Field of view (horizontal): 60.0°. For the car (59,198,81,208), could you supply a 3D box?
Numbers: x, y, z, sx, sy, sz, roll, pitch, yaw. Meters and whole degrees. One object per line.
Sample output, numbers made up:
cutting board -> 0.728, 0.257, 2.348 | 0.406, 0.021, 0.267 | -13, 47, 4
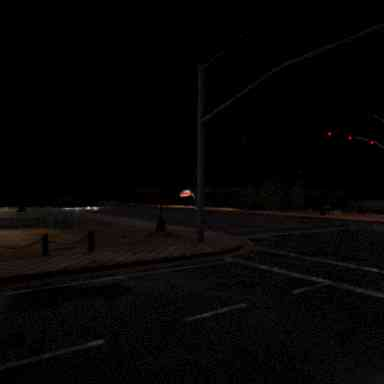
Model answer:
car -> -19.543, 1.681, 52.521 | 1.812, 1.442, 4.674 | 1, -1, -35

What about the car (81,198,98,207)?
car -> -17.396, 1.741, 55.558 | 2.033, 1.411, 5.357 | 1, 0, -35
